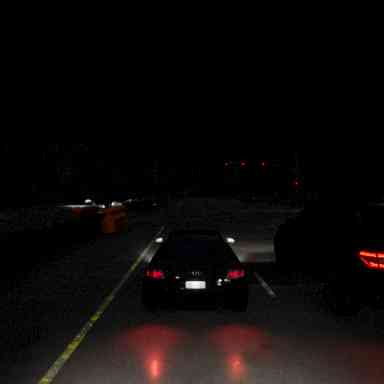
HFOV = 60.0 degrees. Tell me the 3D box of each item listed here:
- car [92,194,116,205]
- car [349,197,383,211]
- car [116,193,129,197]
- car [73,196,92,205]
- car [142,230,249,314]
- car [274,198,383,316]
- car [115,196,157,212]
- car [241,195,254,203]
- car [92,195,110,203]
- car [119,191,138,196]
[{"bbox_3d":[-14.336,1.396,54.167,1.994,1.385,4.181,0,0,0],"label":"car"},{"bbox_3d":[20.846,1.396,37.894,4.902,1.511,2.128,0,0,3],"label":"car"},{"bbox_3d":[-14.338,1.384,65.194,1.895,1.301,4.718,0,0,0],"label":"car"},{"bbox_3d":[-17.841,1.378,54.539,2.033,1.411,5.357,0,0,0],"label":"car"},{"bbox_3d":[0.069,1.563,7.723,1.994,1.385,4.181,0,0,0],"label":"car"},{"bbox_3d":[3.591,1.221,7.652,2.150,2.045,5.566,0,0,-2],"label":"car"},{"bbox_3d":[-5.978,1.478,36.364,4.181,1.385,1.994,0,0,-9],"label":"car"},{"bbox_3d":[10.351,1.303,61.981,1.837,1.490,4.892,0,1,-1],"label":"car"},{"bbox_3d":[-17.828,1.329,65.613,2.033,1.411,5.357,0,0,0],"label":"car"},{"bbox_3d":[-14.373,0.960,76.016,2.150,2.045,5.566,0,0,0],"label":"car"}]
